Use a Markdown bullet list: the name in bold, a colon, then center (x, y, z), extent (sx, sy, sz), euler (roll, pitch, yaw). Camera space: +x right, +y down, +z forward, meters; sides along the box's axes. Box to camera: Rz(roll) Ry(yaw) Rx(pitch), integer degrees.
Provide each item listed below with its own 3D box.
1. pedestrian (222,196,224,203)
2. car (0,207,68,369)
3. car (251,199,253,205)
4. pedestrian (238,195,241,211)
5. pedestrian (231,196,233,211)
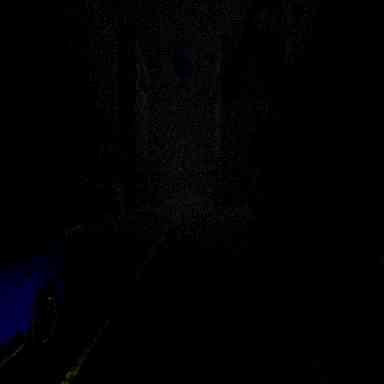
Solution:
- **pedestrian**: center (3.615, 1.332, 39.851), extent (0.375, 1.860, 0.375), euler (0, 0, 0)
- **car**: center (-3.101, 1.239, 3.237), extent (2.150, 2.045, 5.566), euler (0, 0, 0)
- **car**: center (12.056, 1.370, 53.492), extent (5.009, 1.841, 2.192), euler (-1, 1, 0)
- **pedestrian**: center (5.615, 1.301, 39.252), extent (0.375, 1.860, 0.375), euler (0, 0, 0)
- **pedestrian**: center (4.615, 1.314, 38.651), extent (0.375, 1.860, 0.375), euler (0, 0, 0)
